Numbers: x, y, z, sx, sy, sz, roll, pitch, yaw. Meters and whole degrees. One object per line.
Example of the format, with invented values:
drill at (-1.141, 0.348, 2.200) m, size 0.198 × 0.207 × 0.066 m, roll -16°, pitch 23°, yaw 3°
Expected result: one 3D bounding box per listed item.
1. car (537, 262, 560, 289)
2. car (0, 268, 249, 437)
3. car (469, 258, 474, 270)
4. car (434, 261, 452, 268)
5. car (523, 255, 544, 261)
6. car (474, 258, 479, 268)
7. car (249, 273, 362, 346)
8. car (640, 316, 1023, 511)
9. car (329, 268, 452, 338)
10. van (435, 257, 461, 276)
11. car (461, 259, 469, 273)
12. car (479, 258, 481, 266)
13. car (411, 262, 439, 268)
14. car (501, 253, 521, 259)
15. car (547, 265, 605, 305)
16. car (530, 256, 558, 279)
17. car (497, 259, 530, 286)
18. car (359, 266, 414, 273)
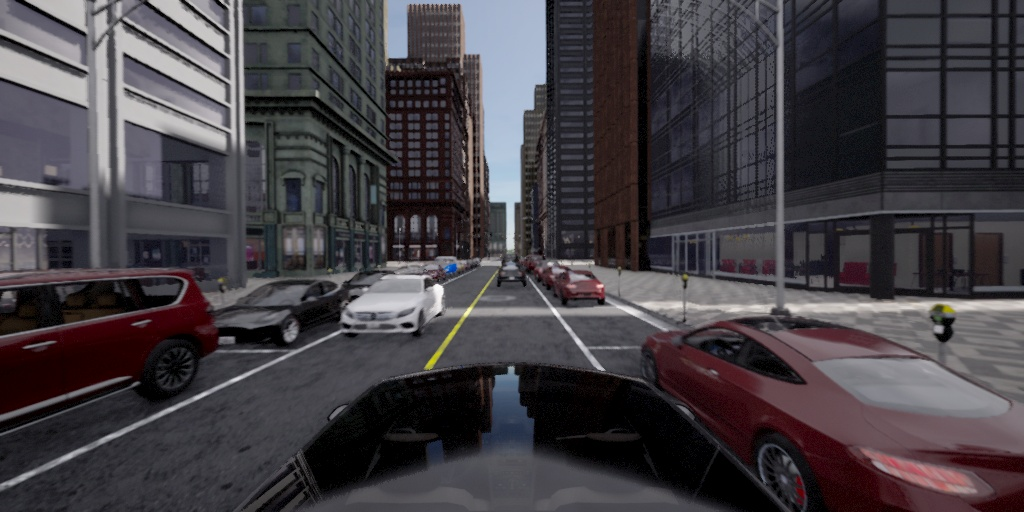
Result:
car at (2.693, 1.185, 20.740) m, size 1.802 × 1.307 × 4.207 m, roll 0°, pitch 0°, yaw 0°
car at (-5.728, 1.098, 3.773) m, size 2.192 × 1.841 × 5.009 m, roll 0°, pitch 0°, yaw 0°
car at (-5.971, 1.118, 43.227) m, size 1.802 × 1.307 × 4.207 m, roll 0°, pitch 0°, yaw 0°
car at (-5.867, 1.219, 26.319) m, size 1.802 × 1.307 × 4.207 m, roll 0°, pitch 0°, yaw 0°
car at (2.588, 0.814, 37.646) m, size 2.192 × 1.841 × 5.009 m, roll 0°, pitch 0°, yaw 0°
car at (-6.006, 1.070, 48.864) m, size 1.948 × 1.339 × 4.313 m, roll 0°, pitch 0°, yaw 0°
car at (-5.762, 1.311, 9.410) m, size 1.948 × 1.339 × 4.313 m, roll 0°, pitch 0°, yaw 0°
car at (2.797, 1.295, 3.831) m, size 1.802 × 1.307 × 4.207 m, roll 0°, pitch 0°, yaw 0°
car at (-3.097, 1.244, 10.274) m, size 1.812 × 1.442 × 4.674 m, roll 0°, pitch 0°, yaw 0°
van at (-5.901, 0.943, 31.955) m, size 1.690 × 1.789 × 3.998 m, roll 0°, pitch 0°, yaw 0°
car at (-5.935, 1.094, 37.421) m, size 1.751 × 1.417 × 4.829 m, roll 0°, pitch 0°, yaw 0°
car at (-6.040, 1.038, 54.500) m, size 1.948 × 1.339 × 4.313 m, roll 0°, pitch 0°, yaw 0°
car at (-5.832, 1.223, 20.682) m, size 2.007 × 1.370 × 4.403 m, roll 0°, pitch 0°, yaw 0°
car at (-0.129, 0.707, 43.594) m, size 2.150 × 2.045 × 5.566 m, roll 0°, pitch 0°, yaw 0°
car at (2.728, 1.221, 15.103) m, size 1.802 × 1.307 × 4.207 m, roll 0°, pitch 0°, yaw 0°
car at (2.658, 1.007, 26.375) m, size 1.967 × 1.591 × 4.097 m, roll 0°, pitch 0°, yaw 0°
car at (-0.013, 1.132, 23.714) m, size 1.812 × 1.442 × 4.674 m, roll 0°, pitch 1°, yaw 0°
car at (-5.797, 1.274, 15.046) m, size 1.948 × 1.339 × 4.313 m, roll 0°, pitch 0°, yaw 0°
